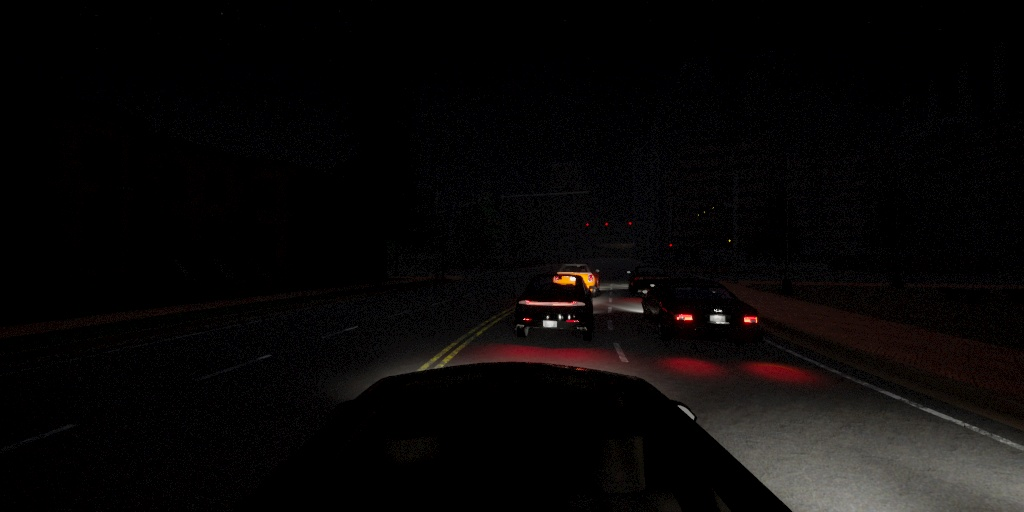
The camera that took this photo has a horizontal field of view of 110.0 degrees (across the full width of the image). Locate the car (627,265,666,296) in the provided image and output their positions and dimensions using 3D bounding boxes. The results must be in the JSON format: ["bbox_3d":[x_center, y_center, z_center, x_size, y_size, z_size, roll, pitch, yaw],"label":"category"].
[{"bbox_3d":[7.249,1.228,19.102,1.882,1.535,5.008,0,0,16],"label":"car"}]

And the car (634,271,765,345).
[{"bbox_3d":[4.692,1.297,9.613,2.033,1.411,5.357,0,0,13],"label":"car"}]

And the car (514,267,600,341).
[{"bbox_3d":[1.319,1.242,10.040,2.128,1.511,4.902,0,0,12],"label":"car"}]

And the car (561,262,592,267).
[{"bbox_3d":[3.481,1.102,18.929,2.097,1.767,4.553,0,0,16],"label":"car"}]
